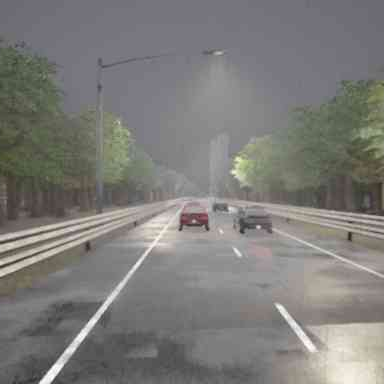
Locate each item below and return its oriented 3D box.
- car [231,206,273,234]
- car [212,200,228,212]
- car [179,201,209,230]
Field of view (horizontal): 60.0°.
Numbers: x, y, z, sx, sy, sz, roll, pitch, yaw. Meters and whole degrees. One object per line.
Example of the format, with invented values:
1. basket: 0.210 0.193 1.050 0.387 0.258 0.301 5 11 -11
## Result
1. car: 3.621 1.658 20.489 1.837 1.490 4.892 0 0 0
2. car: 3.651 1.812 44.351 1.882 1.535 5.008 0 0 0
3. car: 0.125 1.638 22.609 1.882 1.535 5.008 0 0 0
